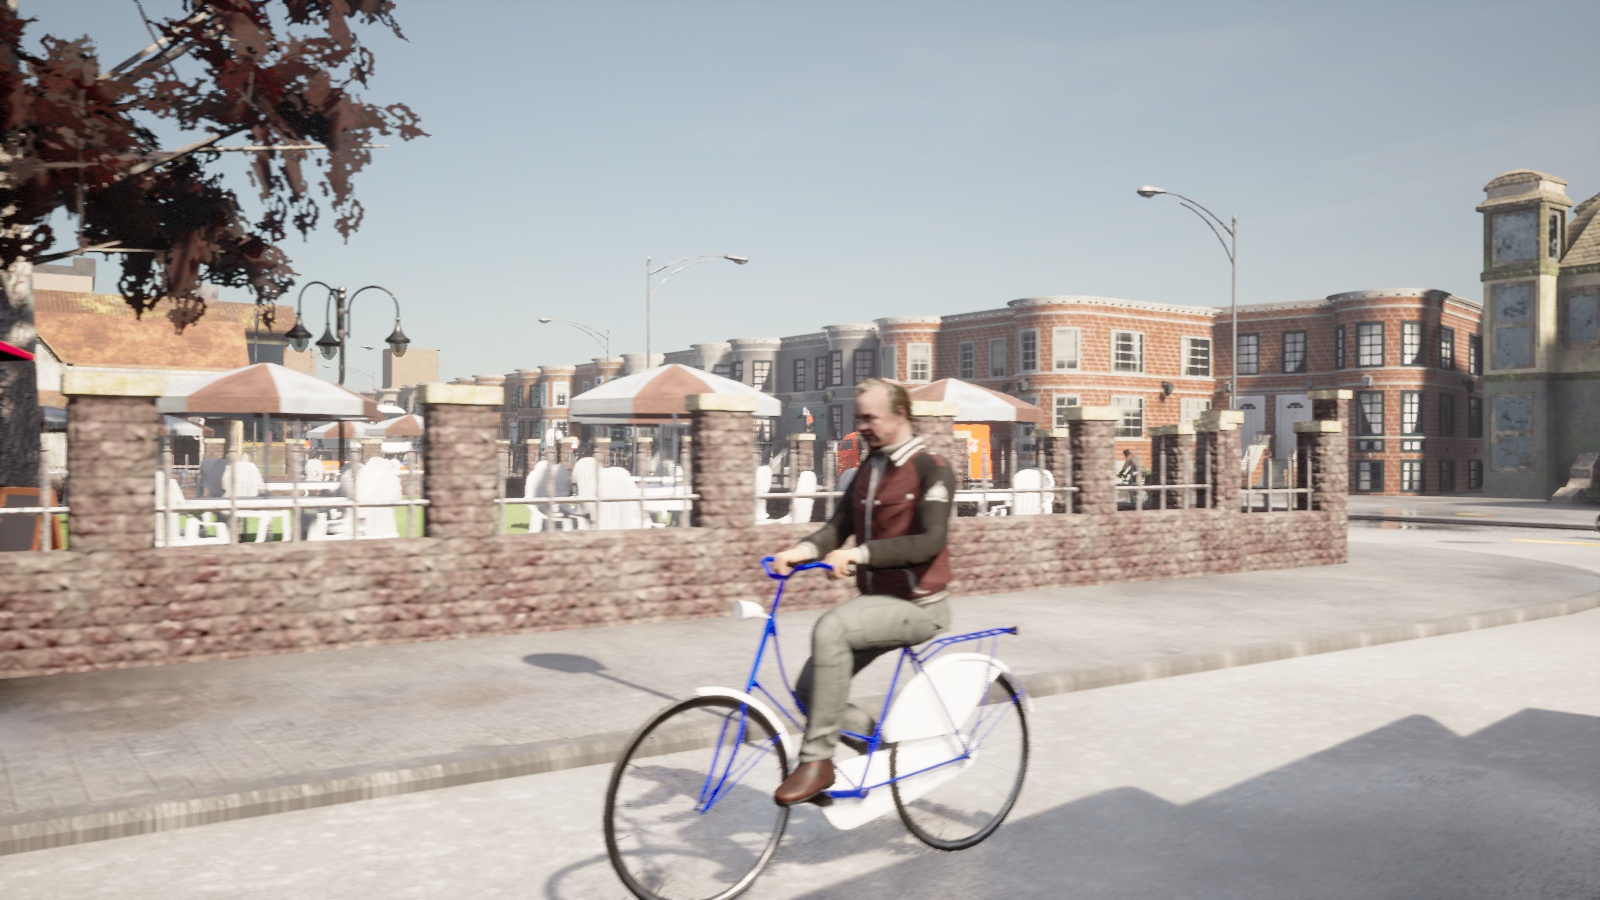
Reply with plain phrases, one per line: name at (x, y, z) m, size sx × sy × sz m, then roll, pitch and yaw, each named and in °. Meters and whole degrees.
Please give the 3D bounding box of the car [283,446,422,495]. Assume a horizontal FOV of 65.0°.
car at (-16.940, 0.756, 47.583) m, size 4.553 × 1.767 × 2.097 m, roll 0°, pitch 0°, yaw -35°

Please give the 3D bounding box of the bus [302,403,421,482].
bus at (-25.554, -0.399, 72.812) m, size 3.944 × 4.253 × 10.273 m, roll 0°, pitch 0°, yaw -34°

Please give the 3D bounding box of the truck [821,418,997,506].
truck at (3.222, 0.345, 38.343) m, size 2.627 × 2.467 × 5.204 m, roll 0°, pitch 0°, yaw -35°

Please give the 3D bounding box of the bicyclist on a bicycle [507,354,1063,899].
bicyclist on a bicycle at (0.007, 0.626, 4.282) m, size 1.843 × 1.776 × 0.659 m, roll 0°, pitch 0°, yaw -35°

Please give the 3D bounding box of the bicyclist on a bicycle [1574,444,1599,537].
bicyclist on a bicycle at (14.435, 0.705, 21.733) m, size 0.866 × 1.612 × 1.509 m, roll -1°, pitch 1°, yaw -28°
